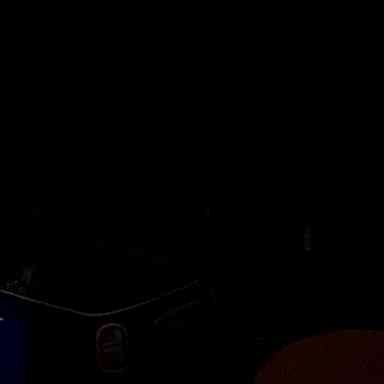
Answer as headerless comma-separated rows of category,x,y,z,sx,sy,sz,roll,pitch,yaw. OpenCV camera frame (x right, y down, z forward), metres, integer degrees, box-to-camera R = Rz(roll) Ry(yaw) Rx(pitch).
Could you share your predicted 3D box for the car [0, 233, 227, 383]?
car,-1.881,1.354,4.569,4.553,1.767,2.185,0,0,35
